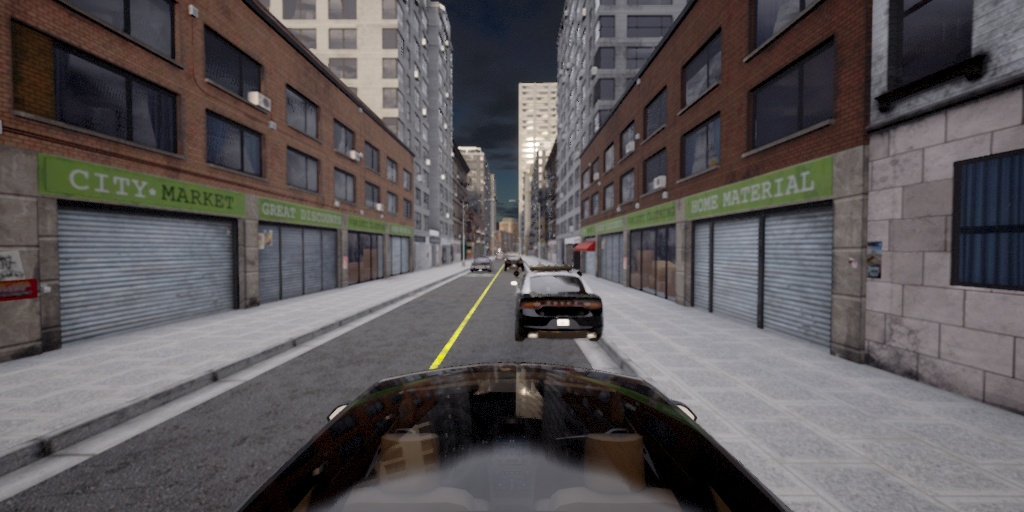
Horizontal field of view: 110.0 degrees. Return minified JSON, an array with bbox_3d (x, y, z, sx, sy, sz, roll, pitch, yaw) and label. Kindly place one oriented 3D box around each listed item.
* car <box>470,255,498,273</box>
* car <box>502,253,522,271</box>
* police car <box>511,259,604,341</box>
[{"bbox_3d":[-2.697,0.799,33.053,2.033,1.411,5.357,0,1,0],"label":"car"},{"bbox_3d":[0.237,0.678,36.434,1.882,1.535,5.008,0,1,1],"label":"car"},{"bbox_3d":[1.005,1.048,9.549,1.930,1.638,5.238,0,1,0],"label":"police car"}]
